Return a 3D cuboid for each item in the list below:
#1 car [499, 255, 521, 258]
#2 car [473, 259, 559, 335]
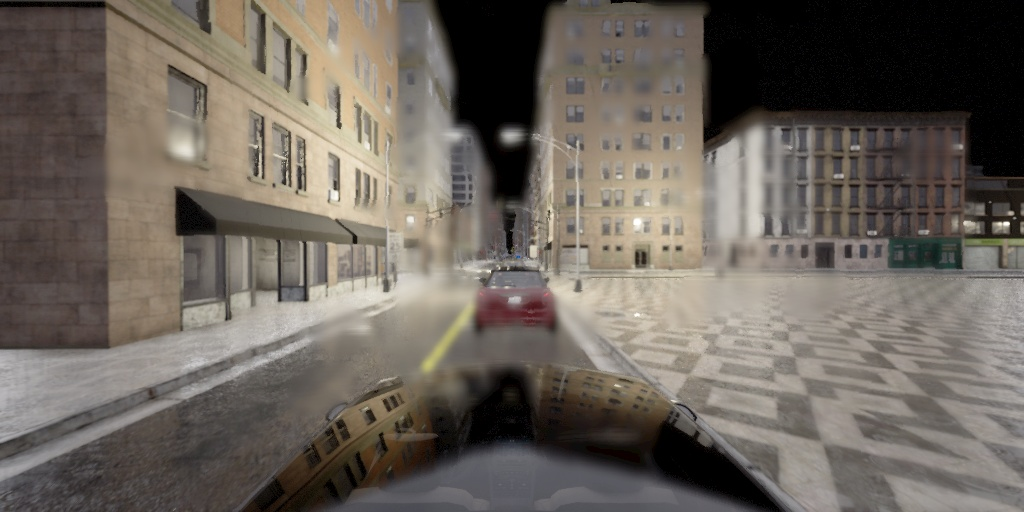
[{"bbox_3d":[0.042,0.978,23.078,2.097,1.767,4.553,0,0,-1],"label":"car"},{"bbox_3d":[0.099,1.051,10.518,2.097,1.767,4.553,0,0,0],"label":"car"}]
